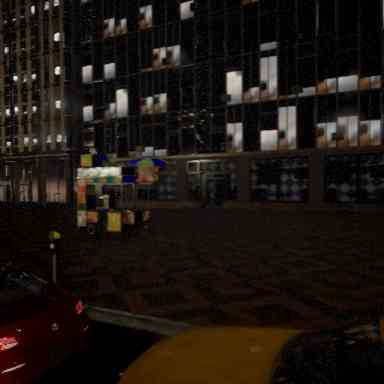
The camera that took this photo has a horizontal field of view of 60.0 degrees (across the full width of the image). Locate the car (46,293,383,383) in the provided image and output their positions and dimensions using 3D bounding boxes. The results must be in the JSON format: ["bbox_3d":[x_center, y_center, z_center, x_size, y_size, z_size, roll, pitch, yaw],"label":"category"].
[{"bbox_3d":[1.579,1.448,2.093,4.829,1.417,1.752,0,2,25],"label":"car"}]

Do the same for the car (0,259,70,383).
[{"bbox_3d":[-3.281,1.528,4.347,4.206,1.307,1.802,0,2,25],"label":"car"}]
